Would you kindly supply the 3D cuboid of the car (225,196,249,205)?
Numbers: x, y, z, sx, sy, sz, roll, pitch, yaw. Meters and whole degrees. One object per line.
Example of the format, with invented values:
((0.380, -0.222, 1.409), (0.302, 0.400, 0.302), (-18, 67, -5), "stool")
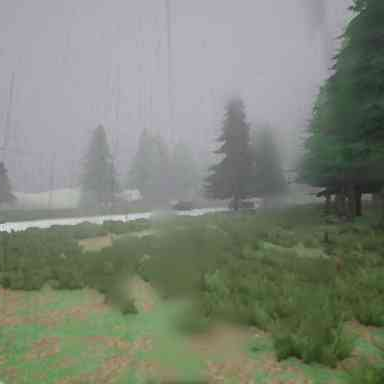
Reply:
((7.194, 1.322, 52.604), (1.994, 1.385, 4.181), (0, 0, 35), "car")

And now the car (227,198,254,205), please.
((6.970, 1.505, 46.618), (2.097, 1.767, 4.553), (0, 0, 35), "car")

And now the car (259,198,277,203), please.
((12.682, 1.645, 54.868), (2.128, 1.511, 4.902), (0, 0, 35), "car")

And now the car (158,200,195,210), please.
((-1.745, 1.701, 39.988), (2.033, 1.411, 5.357), (0, 0, 35), "car")
